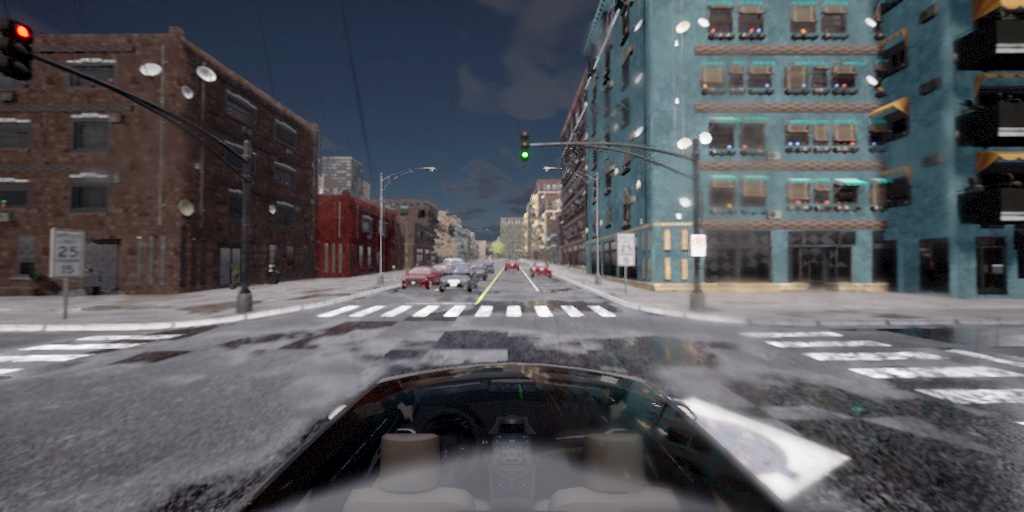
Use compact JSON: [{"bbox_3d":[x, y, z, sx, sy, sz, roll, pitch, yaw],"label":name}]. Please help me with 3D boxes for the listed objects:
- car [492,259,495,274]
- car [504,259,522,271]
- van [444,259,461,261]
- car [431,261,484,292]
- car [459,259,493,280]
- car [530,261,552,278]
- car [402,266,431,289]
[{"bbox_3d":[-3.061,1.362,41.544,1.994,1.385,4.181,0,0,0],"label":"car"},{"bbox_3d":[0.018,1.163,50.795,2.097,1.767,4.553,0,0,0],"label":"car"},{"bbox_3d":[-5.678,1.131,34.525,1.690,1.789,3.998,0,0,0],"label":"van"},{"bbox_3d":[-3.083,1.266,21.421,2.128,1.511,4.902,0,0,0],"label":"car"},{"bbox_3d":[-3.074,1.278,31.607,2.128,1.511,4.902,0,0,0],"label":"car"},{"bbox_3d":[2.703,1.230,34.583,1.967,1.591,4.097,0,0,0],"label":"car"},{"bbox_3d":[-5.758,1.321,23.156,1.888,1.381,4.507,0,0,0],"label":"car"}]
